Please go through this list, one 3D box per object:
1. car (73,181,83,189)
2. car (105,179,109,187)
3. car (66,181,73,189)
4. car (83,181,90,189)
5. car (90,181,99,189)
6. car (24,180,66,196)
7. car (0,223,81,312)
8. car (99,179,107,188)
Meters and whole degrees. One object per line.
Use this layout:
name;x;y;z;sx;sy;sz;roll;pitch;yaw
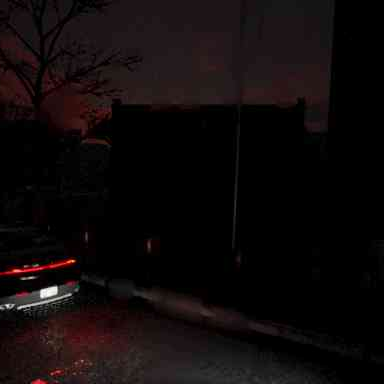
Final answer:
car;-25.775;-1.450;68.384;5.008;1.535;2.097;3;2;20
car;-20.969;-2.069;81.296;5.566;2.045;2.435;3;3;20
car;-26.700;-1.507;65.778;4.553;1.767;2.185;3;2;20
car;-24.807;-1.480;70.964;4.674;1.452;2.002;3;3;20
car;-23.810;-1.714;73.530;4.553;1.767;2.185;3;3;20
car;-20.124;-0.525;45.019;2.150;2.045;5.566;3;2;13
car;-4.362;1.441;7.271;4.892;1.490;1.837;1;1;39
car;-22.886;-1.662;76.135;4.892;1.521;2.231;3;3;20
